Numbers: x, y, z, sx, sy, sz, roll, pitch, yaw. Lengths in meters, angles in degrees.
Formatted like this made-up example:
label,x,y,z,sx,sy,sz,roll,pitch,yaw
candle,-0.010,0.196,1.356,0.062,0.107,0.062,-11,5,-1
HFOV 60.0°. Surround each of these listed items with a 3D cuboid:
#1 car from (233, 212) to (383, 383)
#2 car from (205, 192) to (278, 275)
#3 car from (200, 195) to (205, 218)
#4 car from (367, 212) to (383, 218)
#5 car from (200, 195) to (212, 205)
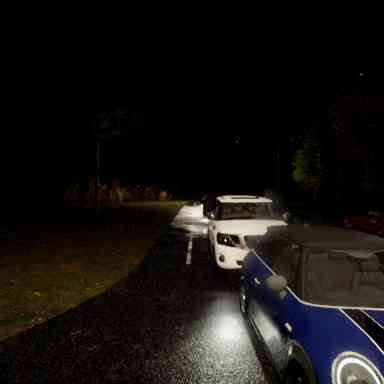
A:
label,x,y,z,sx,sy,sz,roll,pitch,yaw
car,1.932,1.338,4.208,2.097,1.767,4.553,0,0,-1
car,1.654,1.160,10.552,2.150,2.045,5.566,0,0,1
car,1.883,1.325,28.828,1.882,1.535,5.008,0,1,1
car,8.673,1.520,14.898,1.895,1.301,4.718,0,0,1
car,2.335,1.221,54.630,1.837,1.490,4.892,0,0,2
